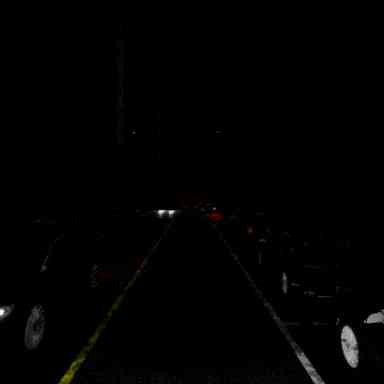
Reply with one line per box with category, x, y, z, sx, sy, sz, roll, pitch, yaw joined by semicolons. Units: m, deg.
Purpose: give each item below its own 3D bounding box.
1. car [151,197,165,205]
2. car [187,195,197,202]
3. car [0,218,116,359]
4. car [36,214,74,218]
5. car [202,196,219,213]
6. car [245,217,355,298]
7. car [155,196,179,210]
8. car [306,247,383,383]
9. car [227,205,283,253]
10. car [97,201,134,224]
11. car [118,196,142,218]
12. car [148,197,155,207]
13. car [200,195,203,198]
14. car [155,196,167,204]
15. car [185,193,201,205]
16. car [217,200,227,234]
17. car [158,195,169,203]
car;-5.789;1.545;57.363;2.008;1.369;4.403;0;0;0
car;-0.033;1.366;72.530;1.994;1.385;4.181;0;0;0
car;-3.094;1.490;6.155;2.128;1.511;4.902;0;0;0
car;-5.769;1.578;13.706;1.802;1.307;4.206;0;0;0
car;2.338;1.495;37.090;1.837;1.490;4.892;0;0;0
car;2.759;1.548;8.260;2.008;1.369;4.403;0;0;0
car;-3.114;1.539;42.059;2.033;1.411;5.357;0;0;0
car;2.761;1.550;2.803;2.008;1.369;4.403;0;0;0
car;2.756;1.436;13.717;1.967;1.590;4.097;0;0;0
car;-5.774;1.574;24.621;1.802;1.307;4.206;0;0;0
car;-5.776;1.306;30.078;2.192;1.841;5.009;0;0;0
car;-5.787;1.433;51.906;1.967;1.590;4.097;0;0;0
car;2.736;1.520;57.539;1.752;1.417;4.829;0;0;0
car;-5.792;1.541;62.820;1.887;1.381;4.507;0;0;0
car;-0.014;1.238;59.016;2.150;2.045;5.566;0;-1;1
car;2.754;1.434;19.173;1.967;1.590;4.097;0;0;0
car;-5.794;1.438;68.277;1.967;1.590;4.097;0;0;0
